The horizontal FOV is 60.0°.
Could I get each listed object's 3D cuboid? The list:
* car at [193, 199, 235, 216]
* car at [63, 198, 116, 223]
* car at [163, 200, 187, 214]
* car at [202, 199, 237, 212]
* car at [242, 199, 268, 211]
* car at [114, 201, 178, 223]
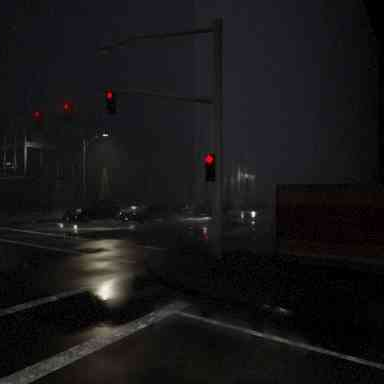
[{"bbox_3d":[2.037,1.533,33.678,1.882,1.535,5.008,0,0,35],"label":"car"},{"bbox_3d":[-7.744,1.407,26.025,2.097,1.767,4.553,0,0,36],"label":"car"},{"bbox_3d":[-2.426,1.560,33.458,1.837,1.490,4.892,0,0,36],"label":"car"},{"bbox_3d":[3.529,1.603,41.776,2.033,1.411,5.357,0,0,35],"label":"car"},{"bbox_3d":[8.008,1.581,41.997,1.812,1.442,4.674,0,0,36],"label":"car"},{"bbox_3d":[-3.479,1.656,25.975,1.895,1.301,4.718,0,0,36],"label":"car"}]
